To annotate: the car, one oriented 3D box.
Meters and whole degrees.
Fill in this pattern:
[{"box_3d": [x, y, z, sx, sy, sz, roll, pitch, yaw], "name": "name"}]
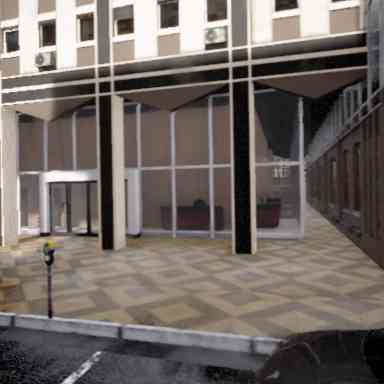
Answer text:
[{"box_3d": [2.594, 1.500, 2.245, 4.313, 1.339, 1.947, -1, 0, 15], "name": "car"}]
